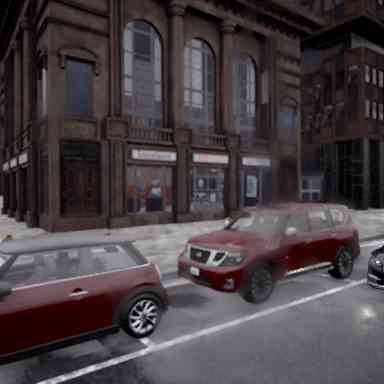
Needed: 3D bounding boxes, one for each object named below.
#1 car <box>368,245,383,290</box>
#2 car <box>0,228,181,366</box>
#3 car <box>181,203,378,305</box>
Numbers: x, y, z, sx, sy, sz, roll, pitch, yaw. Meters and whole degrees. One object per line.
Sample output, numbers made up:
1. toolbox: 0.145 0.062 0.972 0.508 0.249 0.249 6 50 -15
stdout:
1. car: 5.882 1.378 7.548 4.902 1.511 2.128 -1 1 -35
2. car: -2.457 1.430 4.890 4.097 1.590 1.967 -1 1 -35
3. car: 2.110 1.235 8.131 5.009 1.841 2.192 -1 1 -35
